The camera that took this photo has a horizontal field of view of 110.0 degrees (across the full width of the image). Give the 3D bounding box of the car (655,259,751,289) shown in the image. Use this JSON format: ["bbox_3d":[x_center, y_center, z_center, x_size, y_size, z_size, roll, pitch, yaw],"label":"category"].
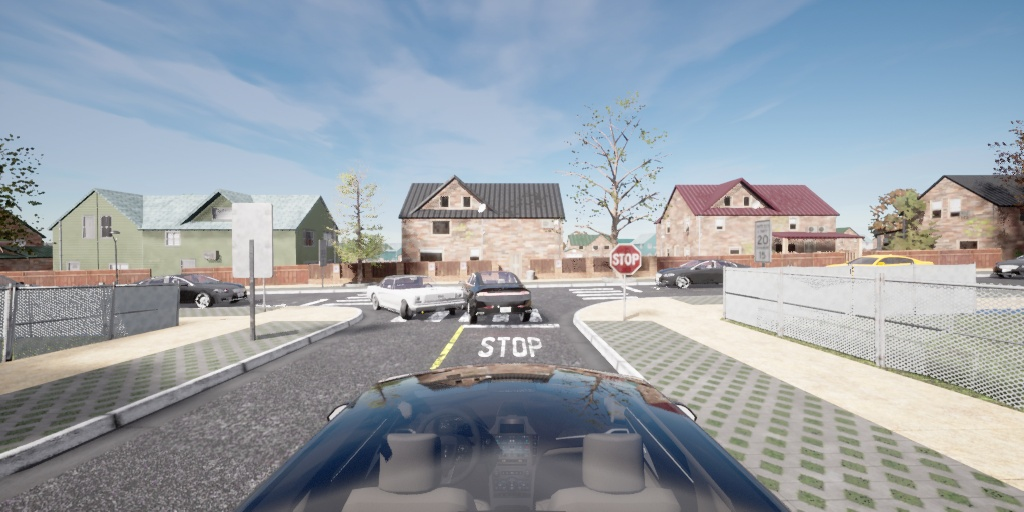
[{"bbox_3d":[10.341,0.925,19.462,4.902,1.511,2.128,-1,1,0],"label":"car"}]

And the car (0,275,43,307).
[{"bbox_3d":[-24.231,1.647,16.388,4.553,1.767,2.097,-1,1,0],"label":"car"}]

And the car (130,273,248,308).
[{"bbox_3d":[-14.893,1.566,16.423,4.902,1.511,2.128,-1,1,0],"label":"car"}]

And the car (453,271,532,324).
[{"bbox_3d":[-0.679,1.242,12.060,2.128,1.511,4.902,0,0,-12],"label":"car"}]

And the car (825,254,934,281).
[{"bbox_3d":[19.772,0.690,19.493,5.008,1.535,1.882,-1,1,0],"label":"car"}]

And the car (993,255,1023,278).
[{"bbox_3d":[29.396,0.478,19.525,4.902,1.511,2.128,-1,1,0],"label":"car"}]

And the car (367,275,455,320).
[{"bbox_3d":[-3.596,1.367,12.921,1.895,1.301,4.718,0,0,-38],"label":"car"}]
